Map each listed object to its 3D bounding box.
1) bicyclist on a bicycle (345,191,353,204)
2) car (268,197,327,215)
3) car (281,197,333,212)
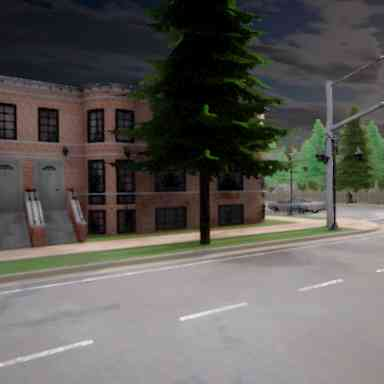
[{"bbox_3d":[19.229,0.709,40.657,1.656,1.620,0.582,-1,1,-31],"label":"bicyclist on a bicycle"},{"bbox_3d":[9.066,1.236,29.426,1.895,1.301,4.718,-1,1,-31],"label":"car"},{"bbox_3d":[11.186,1.180,32.714,1.895,1.301,4.718,-1,1,-31],"label":"car"}]
